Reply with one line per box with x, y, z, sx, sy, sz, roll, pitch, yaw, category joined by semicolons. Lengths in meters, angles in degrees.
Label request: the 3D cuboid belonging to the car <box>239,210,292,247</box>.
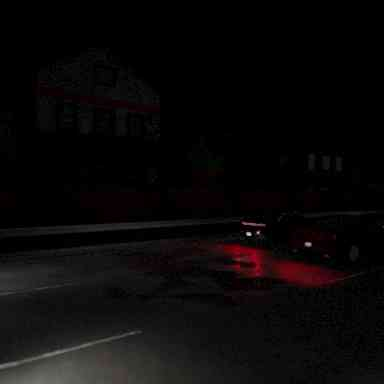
4.374;1.584;15.465;4.902;1.511;2.128;1;0;-36;car

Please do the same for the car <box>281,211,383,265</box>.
5.760;1.565;12.156;5.008;1.535;1.882;1;0;-35;car
